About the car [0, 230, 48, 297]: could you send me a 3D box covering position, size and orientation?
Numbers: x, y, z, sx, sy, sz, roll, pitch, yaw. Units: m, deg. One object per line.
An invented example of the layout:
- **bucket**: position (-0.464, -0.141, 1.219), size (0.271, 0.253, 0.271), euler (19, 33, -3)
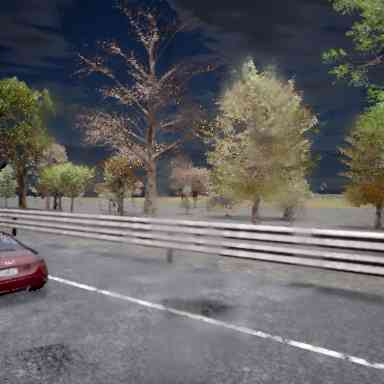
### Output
- **car**: position (-5.243, 1.564, 7.799), size (4.181, 1.385, 1.994), euler (0, 0, 36)
